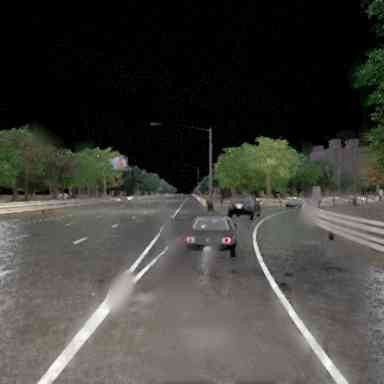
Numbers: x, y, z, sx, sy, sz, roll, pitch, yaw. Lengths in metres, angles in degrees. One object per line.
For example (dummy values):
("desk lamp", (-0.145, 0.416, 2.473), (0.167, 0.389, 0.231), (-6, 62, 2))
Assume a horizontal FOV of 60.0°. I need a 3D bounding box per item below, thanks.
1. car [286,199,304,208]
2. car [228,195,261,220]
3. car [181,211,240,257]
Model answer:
("car", (16.083, 1.711, 51.251), (1.994, 1.385, 4.181), (0, 0, 36))
("car", (4.683, 1.317, 29.317), (2.150, 2.045, 5.566), (0, 0, 19))
("car", (0.858, 1.644, 13.294), (1.895, 1.301, 4.718), (0, 0, 8))
